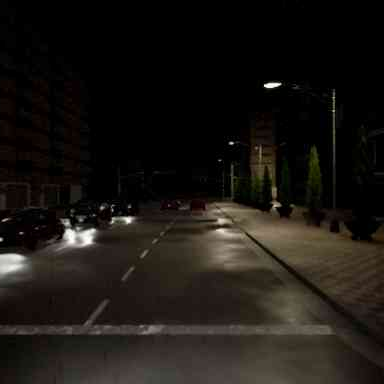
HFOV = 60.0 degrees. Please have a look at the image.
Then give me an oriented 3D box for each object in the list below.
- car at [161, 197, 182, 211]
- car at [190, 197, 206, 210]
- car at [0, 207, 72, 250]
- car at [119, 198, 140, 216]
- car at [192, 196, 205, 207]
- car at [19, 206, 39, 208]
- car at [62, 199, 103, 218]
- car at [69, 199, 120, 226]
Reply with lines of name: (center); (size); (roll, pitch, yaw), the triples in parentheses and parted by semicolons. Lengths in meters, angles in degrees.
car: (-2.679, 1.558, 41.301); (1.994, 1.385, 4.181); (0, 0, 2)
car: (0.740, 1.469, 41.897); (1.882, 1.535, 5.008); (0, 0, 1)
car: (-7.013, 1.551, 14.172); (1.994, 1.385, 4.181); (0, 0, 1)
car: (-6.535, 1.345, 32.869); (2.097, 1.767, 4.553); (0, 0, 2)
car: (0.996, 1.473, 52.053); (1.882, 1.535, 5.008); (0, 0, 1)
car: (-10.384, 1.593, 20.963); (1.895, 1.301, 4.718); (0, 0, 1)
car: (-10.092, 1.487, 31.057); (2.128, 1.511, 4.902); (0, 0, 2)
car: (-6.827, 1.481, 23.064); (2.128, 1.511, 4.902); (0, 0, 1)
